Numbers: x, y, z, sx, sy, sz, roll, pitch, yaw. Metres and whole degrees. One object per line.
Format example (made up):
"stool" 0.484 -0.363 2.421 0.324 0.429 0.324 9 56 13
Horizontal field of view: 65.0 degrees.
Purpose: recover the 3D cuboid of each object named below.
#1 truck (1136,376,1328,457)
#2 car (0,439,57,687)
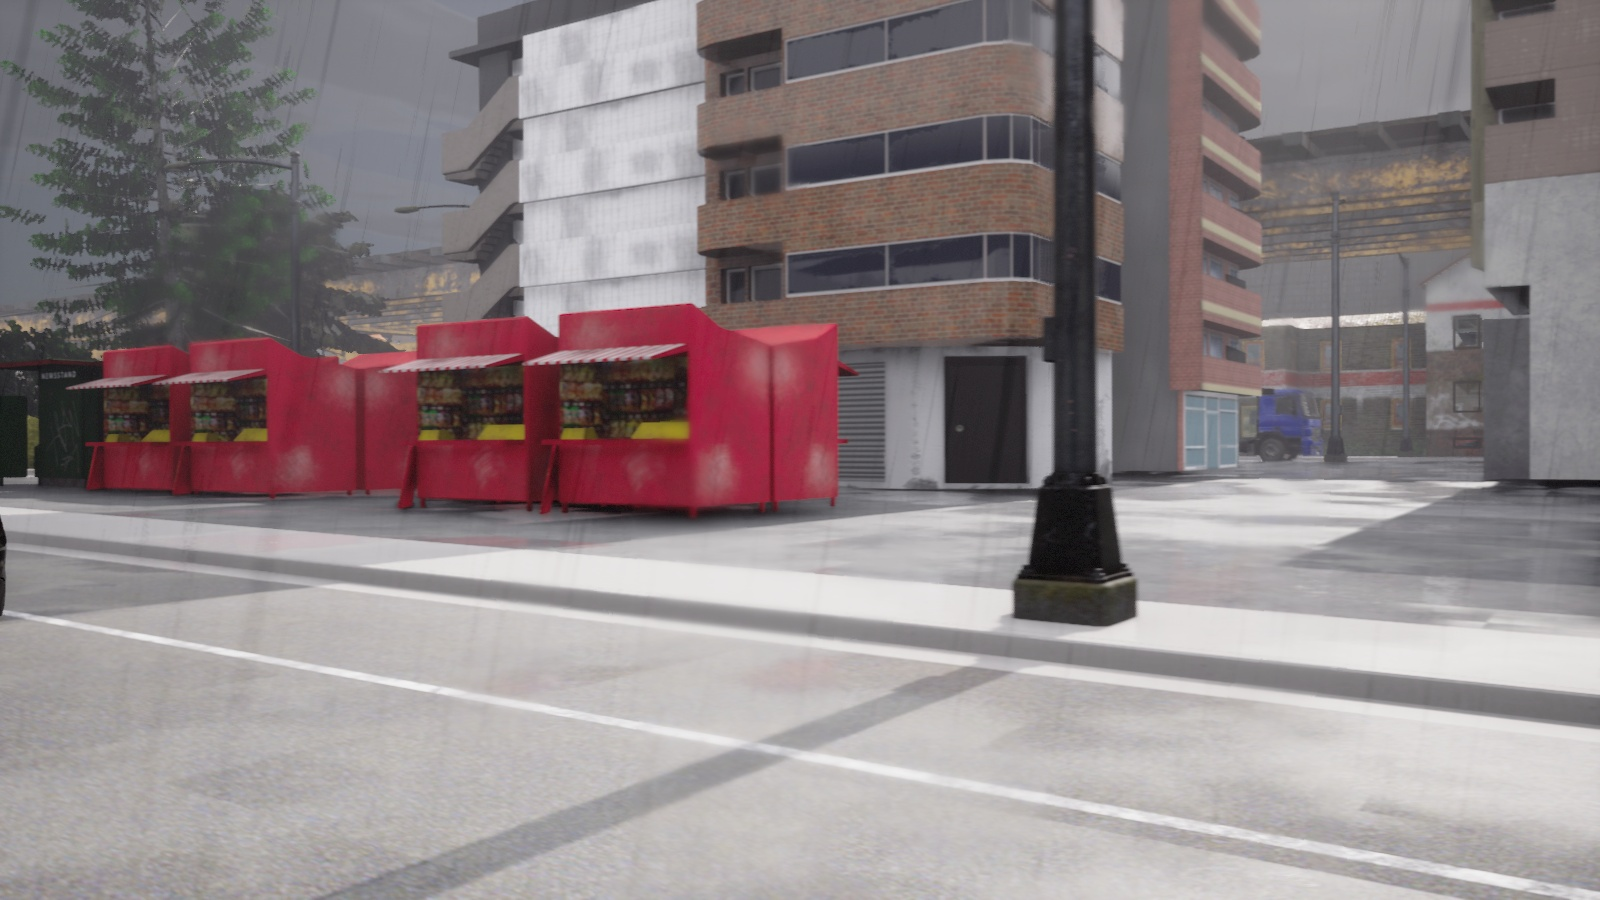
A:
"truck" 20.133 -1.481 58.714 7.936 3.462 2.891 -1 0 34
"car" -7.179 0.688 8.395 4.892 1.490 1.837 0 1 34
